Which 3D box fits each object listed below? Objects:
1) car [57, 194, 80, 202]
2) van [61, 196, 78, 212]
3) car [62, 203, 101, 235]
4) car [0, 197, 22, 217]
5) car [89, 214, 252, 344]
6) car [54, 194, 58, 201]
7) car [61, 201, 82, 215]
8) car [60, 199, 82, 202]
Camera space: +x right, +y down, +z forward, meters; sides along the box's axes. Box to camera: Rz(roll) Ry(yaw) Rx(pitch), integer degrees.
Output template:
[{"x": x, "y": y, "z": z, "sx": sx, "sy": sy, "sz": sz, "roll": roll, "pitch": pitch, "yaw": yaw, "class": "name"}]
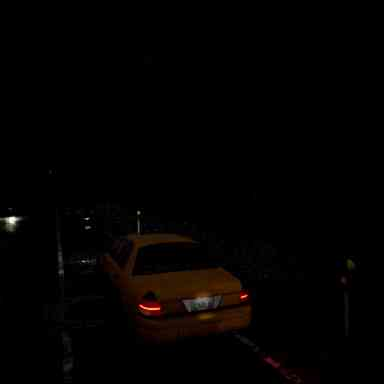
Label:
[{"x": -12.362, "y": 1.317, "z": 34.063, "sx": 2.192, "sy": 1.841, "sz": 5.009, "roll": 0, "pitch": 0, "yaw": -22, "class": "car"}, {"x": -14.461, "y": 1.343, "z": 39.172, "sx": 1.690, "sy": 1.788, "sz": 3.998, "roll": 0, "pitch": 0, "yaw": -22, "class": "van"}, {"x": -6.063, "y": 1.552, "z": 18.735, "sx": 2.008, "sy": 1.369, "sz": 4.403, "roll": 0, "pitch": 0, "yaw": -22, "class": "car"}, {"x": -17.780, "y": 1.479, "z": 31.636, "sx": 1.882, "sy": 1.535, "sz": 5.008, "roll": 0, "pitch": 0, "yaw": -22, "class": "car"}, {"x": -0.834, "y": 1.457, "z": 6.777, "sx": 1.801, "sy": 1.575, "sz": 5.366, "roll": 0, "pitch": 0, "yaw": -22, "class": "car"}, {"x": -31.408, "y": 1.471, "z": 79.659, "sx": 1.967, "sy": 1.590, "sz": 4.097, "roll": 0, "pitch": 0, "yaw": -24, "class": "car"}, {"x": -8.163, "y": 1.552, "z": 23.844, "sx": 2.008, "sy": 1.369, "sz": 4.403, "roll": 0, "pitch": 0, "yaw": -22, "class": "car"}, {"x": -10.262, "y": 1.567, "z": 28.953, "sx": 1.947, "sy": 1.339, "sz": 4.313, "roll": 0, "pitch": 0, "yaw": -22, "class": "car"}]
